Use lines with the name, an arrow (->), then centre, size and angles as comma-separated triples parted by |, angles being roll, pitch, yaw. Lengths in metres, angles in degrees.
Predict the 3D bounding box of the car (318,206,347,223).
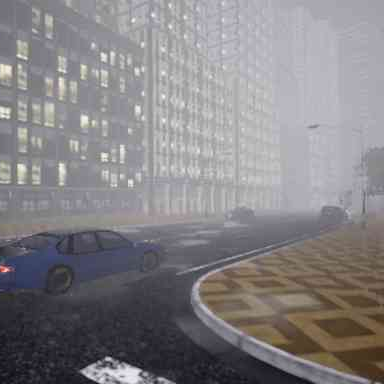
car -> 14.696, 2.231, 34.614 | 2.097, 1.767, 4.553 | -1, -2, 35

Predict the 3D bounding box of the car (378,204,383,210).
car -> 47.699, 3.763, 82.263 | 1.994, 1.385, 4.181 | -1, -2, 35

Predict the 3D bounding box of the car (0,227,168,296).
car -> -2.943, 1.685, 9.123 | 2.033, 1.411, 5.357 | -1, -2, 35

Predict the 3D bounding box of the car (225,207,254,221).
car -> 5.596, 2.497, 38.746 | 2.128, 1.511, 4.902 | -1, -2, 35

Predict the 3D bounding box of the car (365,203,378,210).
car -> 44.832, 3.749, 83.833 | 1.837, 1.490, 4.892 | -1, -2, 35
